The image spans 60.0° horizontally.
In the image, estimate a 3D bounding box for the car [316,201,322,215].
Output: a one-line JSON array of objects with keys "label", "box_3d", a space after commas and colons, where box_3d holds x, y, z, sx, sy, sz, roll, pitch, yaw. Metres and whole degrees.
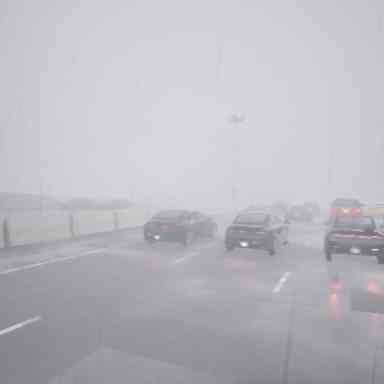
[{"label": "car", "box_3d": [14.006, 1.783, 38.850, 2.128, 1.511, 4.902, 1, 0, 24]}]

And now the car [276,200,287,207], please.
[{"label": "car", "box_3d": [10.804, 1.751, 40.262, 1.837, 1.490, 4.892, 1, 0, 24]}]

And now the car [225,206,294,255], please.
[{"label": "car", "box_3d": [2.848, 1.577, 13.855, 1.837, 1.490, 4.892, 1, 0, 25]}]

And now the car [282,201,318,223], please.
[{"label": "car", "box_3d": [9.038, 1.756, 27.683, 1.994, 1.385, 4.181, 1, 0, 25]}]

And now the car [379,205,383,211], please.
[{"label": "car", "box_3d": [15.099, 1.876, 24.113, 1.895, 1.301, 4.718, 1, 0, 25]}]

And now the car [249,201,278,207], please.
[{"label": "car", "box_3d": [5.876, 1.711, 29.181, 1.994, 1.385, 4.181, 1, 0, 25]}]

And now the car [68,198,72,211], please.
[{"label": "car", "box_3d": [-13.145, 1.385, 38.294, 1.837, 1.490, 4.892, 1, 0, 25]}]

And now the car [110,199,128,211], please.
[{"label": "car", "box_3d": [-8.951, 1.491, 39.047, 2.033, 1.411, 5.357, 1, 0, 25]}]

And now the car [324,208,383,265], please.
[{"label": "car", "box_3d": [6.036, 1.608, 12.413, 2.128, 1.511, 4.902, 1, 0, 25]}]

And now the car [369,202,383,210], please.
[{"label": "car", "box_3d": [20.553, 1.861, 36.335, 1.882, 1.535, 5.008, 1, 0, 25]}]

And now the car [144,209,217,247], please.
[{"label": "car", "box_3d": [-0.347, 1.532, 15.284, 1.837, 1.490, 4.892, 1, 0, 25]}]

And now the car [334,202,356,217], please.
[{"label": "car", "box_3d": [16.859, 1.876, 36.674, 2.033, 1.411, 5.357, 1, 0, 24]}]

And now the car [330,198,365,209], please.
[{"label": "car", "box_3d": [11.611, 1.446, 24.914, 2.150, 2.045, 5.566, 1, 0, 26]}]
